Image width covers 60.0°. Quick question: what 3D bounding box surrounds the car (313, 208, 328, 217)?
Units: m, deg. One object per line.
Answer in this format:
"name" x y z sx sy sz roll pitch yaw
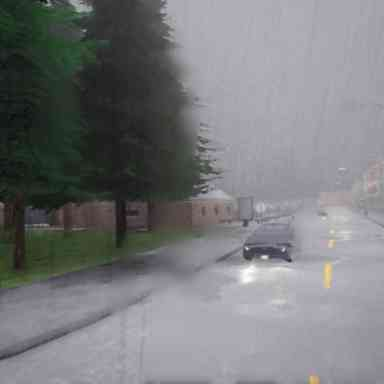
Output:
"car" 20.700 3.305 53.458 1.994 1.385 4.181 -3 -3 24

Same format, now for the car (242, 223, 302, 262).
"car" 3.713 2.085 14.683 2.033 1.411 5.357 -2 -3 24
